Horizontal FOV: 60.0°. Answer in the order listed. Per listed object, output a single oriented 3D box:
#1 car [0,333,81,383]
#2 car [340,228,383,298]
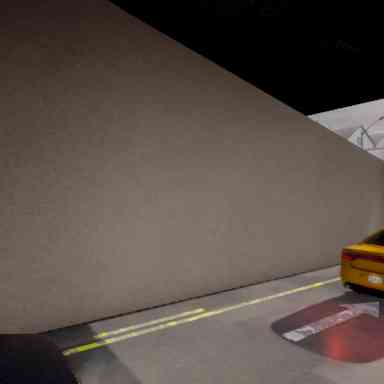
[{"bbox_3d":[-3.219,1.548,1.492,5.357,1.411,2.033,0,0,-35],"label":"car"},{"bbox_3d":[5.431,1.478,7.636,5.008,1.535,1.882,0,0,-35],"label":"car"}]
